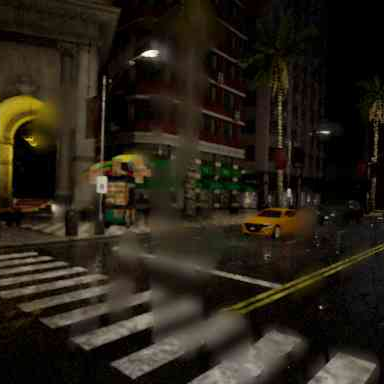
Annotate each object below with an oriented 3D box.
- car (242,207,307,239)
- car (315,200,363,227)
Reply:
[{"bbox_3d":[4.764,1.654,18.838,1.882,1.535,5.008,2,0,42],"label":"car"},{"bbox_3d":[11.906,1.634,26.725,2.150,2.045,5.566,2,-1,43],"label":"car"}]
